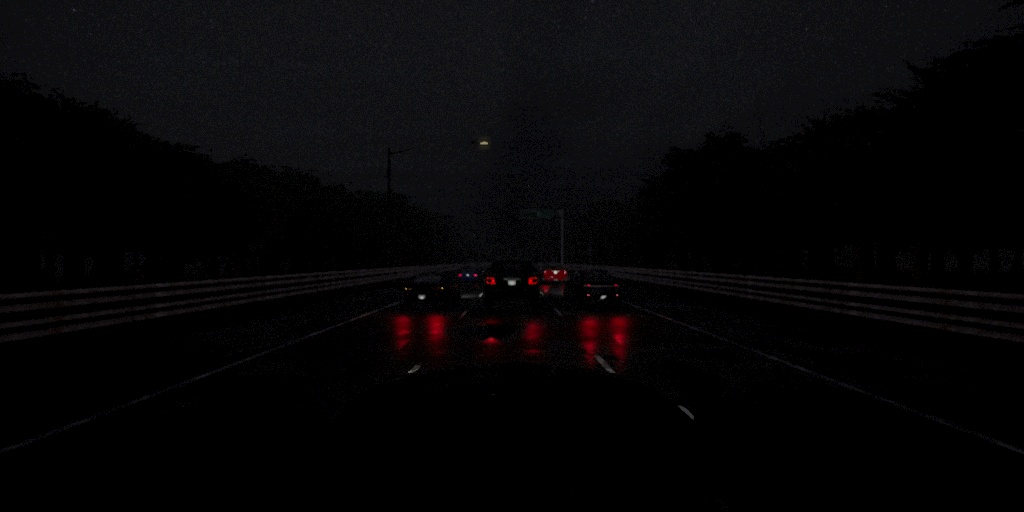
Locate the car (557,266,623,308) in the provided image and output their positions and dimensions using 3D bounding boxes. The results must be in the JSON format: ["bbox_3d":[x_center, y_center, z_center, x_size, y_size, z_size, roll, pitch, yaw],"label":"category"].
[{"bbox_3d":[3.503,1.389,16.144,2.128,1.511,4.902,0,0,0],"label":"car"}]

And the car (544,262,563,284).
[{"bbox_3d":[3.501,1.405,30.917,2.097,1.767,4.553,0,-1,0],"label":"car"}]

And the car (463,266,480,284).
[{"bbox_3d":[-3.500,1.602,30.834,2.033,1.411,5.357,0,-1,0],"label":"car"}]

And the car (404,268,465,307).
[{"bbox_3d":[-3.497,1.423,16.219,1.812,1.442,4.674,0,0,0],"label":"car"}]

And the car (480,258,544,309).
[{"bbox_3d":[0.000,1.110,15.879,2.150,2.045,5.566,0,0,0],"label":"car"}]
